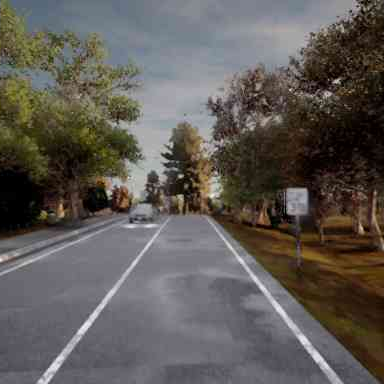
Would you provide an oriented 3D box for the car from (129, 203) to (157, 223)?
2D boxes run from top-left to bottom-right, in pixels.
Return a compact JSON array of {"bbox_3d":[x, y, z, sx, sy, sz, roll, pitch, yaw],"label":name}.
[{"bbox_3d":[-3.885,1.671,27.001,1.812,1.442,4.674,0,-1,-1],"label":"car"}]
